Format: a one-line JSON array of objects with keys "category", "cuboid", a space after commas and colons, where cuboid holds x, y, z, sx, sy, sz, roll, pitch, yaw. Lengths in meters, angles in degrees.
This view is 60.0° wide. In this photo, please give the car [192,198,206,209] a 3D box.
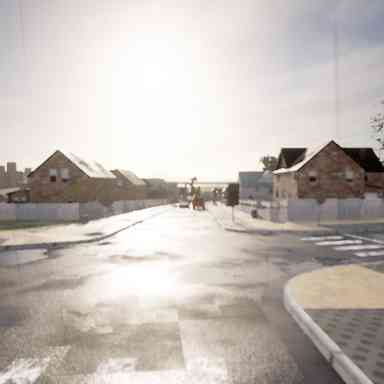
[{"category": "car", "cuboid": [1.205, 1.998, 58.622, 2.150, 2.045, 5.566, 0, -1, 2]}]

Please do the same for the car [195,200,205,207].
[{"category": "car", "cuboid": [1.650, 2.410, 69.003, 1.994, 1.385, 4.181, 0, -1, 3]}]

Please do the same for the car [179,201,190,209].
[{"category": "car", "cuboid": [-1.376, 2.391, 62.877, 2.033, 1.411, 5.357, 0, -1, 2]}]
